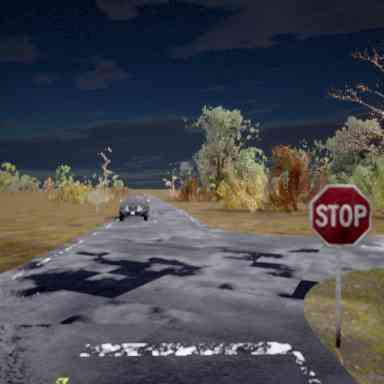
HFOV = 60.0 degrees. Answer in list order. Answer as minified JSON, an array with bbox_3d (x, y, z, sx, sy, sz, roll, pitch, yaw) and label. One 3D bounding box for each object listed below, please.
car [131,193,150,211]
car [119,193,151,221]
[{"bbox_3d":[-6.410,1.184,41.685,2.150,2.045,5.566,0,0,-8],"label":"car"},{"bbox_3d":[-4.631,1.198,27.192,2.150,2.045,5.566,0,0,-6],"label":"car"}]
